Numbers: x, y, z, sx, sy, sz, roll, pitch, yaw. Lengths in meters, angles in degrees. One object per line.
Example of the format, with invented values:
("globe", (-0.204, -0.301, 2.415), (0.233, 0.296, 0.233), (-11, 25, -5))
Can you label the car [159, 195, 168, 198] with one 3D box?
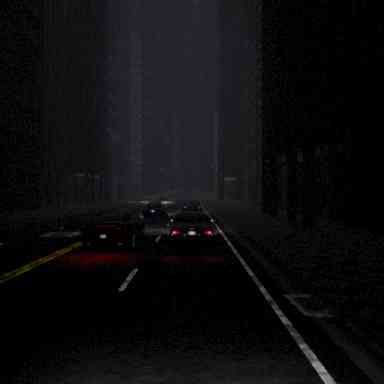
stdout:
("car", (-6.500, 1.450, 76.707), (1.895, 1.301, 4.718), (0, 0, 0))

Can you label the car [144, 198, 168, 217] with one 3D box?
("car", (-3.250, 1.553, 29.650), (1.994, 1.385, 4.181), (0, 0, 0))

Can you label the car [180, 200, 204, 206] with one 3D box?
("car", (0.000, 1.476, 29.650), (2.128, 1.511, 4.902), (0, 0, 0))

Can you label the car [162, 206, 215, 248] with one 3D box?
("car", (0.000, 1.557, 14.650), (2.033, 1.411, 5.357), (0, 0, 0))

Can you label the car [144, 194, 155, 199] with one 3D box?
("car", (-9.750, 1.210, 76.766), (2.097, 1.767, 4.553), (0, 0, 0))

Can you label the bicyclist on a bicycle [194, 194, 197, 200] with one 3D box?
("bicyclist on a bicycle", (0.892, 1.267, 90.485), (0.582, 1.620, 1.656), (0, 0, 0))

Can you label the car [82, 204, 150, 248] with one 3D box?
("car", (-3.250, 1.478, 14.650), (1.882, 1.535, 5.008), (0, 0, 0))
